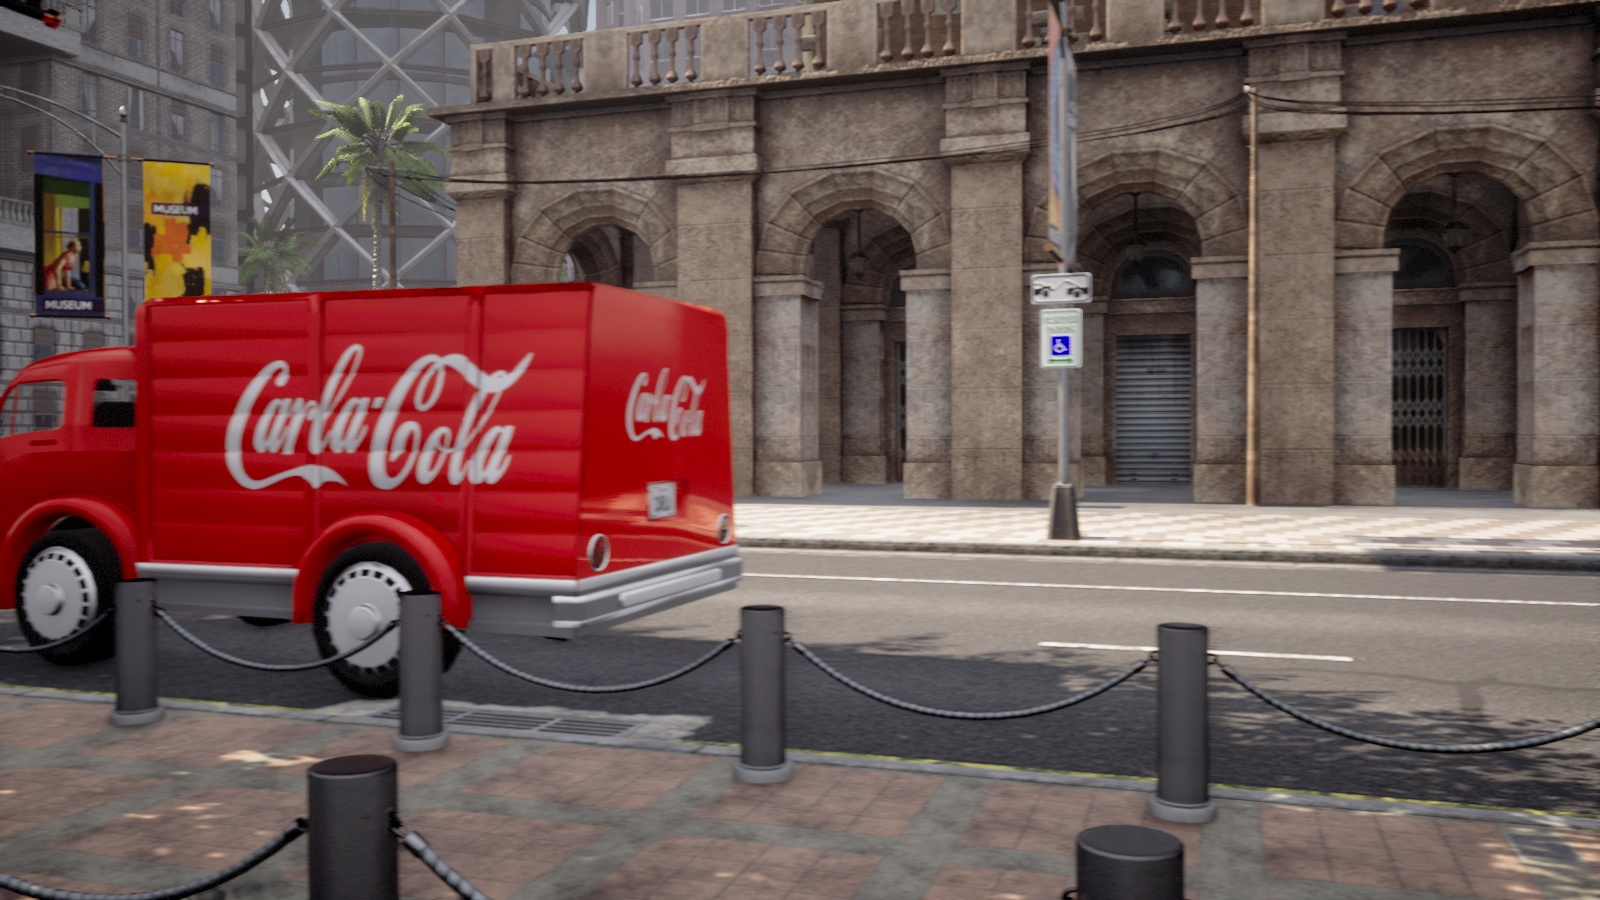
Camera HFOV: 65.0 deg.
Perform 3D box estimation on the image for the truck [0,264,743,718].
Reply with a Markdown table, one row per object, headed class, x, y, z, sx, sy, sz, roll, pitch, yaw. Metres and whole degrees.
| class | x | y | z | sx | sy | sz | roll | pitch | yaw |
| --- | --- | --- | --- | --- | --- | --- | --- | --- | --- |
| truck | -3.320 | 0.185 | 8.939 | 5.204 | 2.467 | 2.627 | 1 | 1 | 20 |
